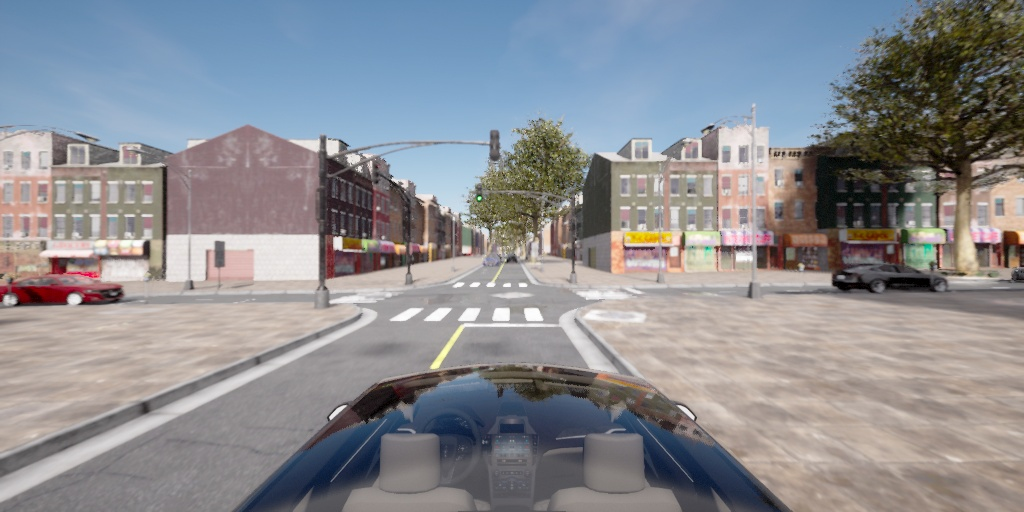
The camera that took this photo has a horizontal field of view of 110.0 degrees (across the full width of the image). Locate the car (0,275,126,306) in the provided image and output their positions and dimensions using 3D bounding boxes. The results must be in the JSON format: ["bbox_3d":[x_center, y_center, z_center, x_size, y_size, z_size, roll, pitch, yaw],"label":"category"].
[{"bbox_3d":[-20.375,1.523,16.334,4.507,1.381,1.888,0,0,0],"label":"car"}]

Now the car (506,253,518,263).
[{"bbox_3d":[-0.017,0.466,60.645,1.837,1.490,4.892,0,1,0],"label":"car"}]

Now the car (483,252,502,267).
[{"bbox_3d":[-2.840,0.550,49.552,2.097,1.767,4.553,0,1,0],"label":"car"}]

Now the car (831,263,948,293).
[{"bbox_3d":[17.207,0.988,16.490,4.313,1.339,1.948,0,0,0],"label":"car"}]

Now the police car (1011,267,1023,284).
[{"bbox_3d":[29.937,0.764,19.186,4.974,1.542,2.038,-1,0,0],"label":"police car"}]
